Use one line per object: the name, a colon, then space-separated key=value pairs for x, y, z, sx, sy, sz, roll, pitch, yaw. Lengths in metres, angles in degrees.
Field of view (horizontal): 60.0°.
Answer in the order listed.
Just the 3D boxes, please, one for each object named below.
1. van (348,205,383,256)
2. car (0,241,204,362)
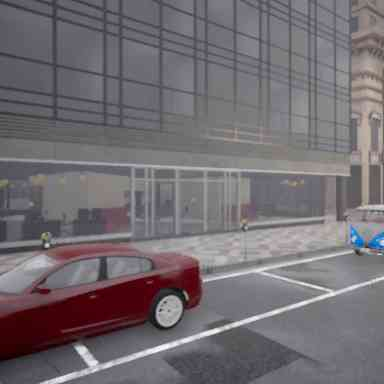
van: x=7.217 y=1.334 z=11.817 sx=3.998 sy=1.788 sz=1.690 roll=0 pitch=0 yaw=-36
car: x=-1.898 y=1.544 z=5.300 sx=4.507 sy=1.381 sz=1.887 roll=0 pitch=0 yaw=-36
